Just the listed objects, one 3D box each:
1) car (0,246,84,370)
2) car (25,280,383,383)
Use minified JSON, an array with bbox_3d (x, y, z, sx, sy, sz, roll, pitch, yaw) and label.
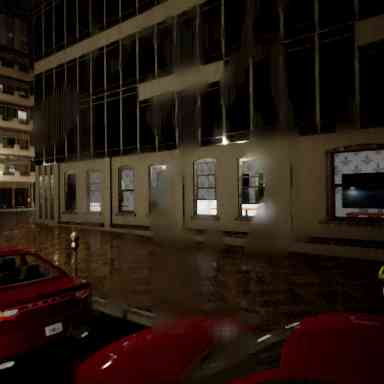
[{"bbox_3d":[-3.508,1.553,5.385,4.507,1.381,1.887,0,-1,35],"label":"car"},{"bbox_3d":[1.065,1.545,2.124,4.507,1.381,1.887,0,-1,35],"label":"car"}]
